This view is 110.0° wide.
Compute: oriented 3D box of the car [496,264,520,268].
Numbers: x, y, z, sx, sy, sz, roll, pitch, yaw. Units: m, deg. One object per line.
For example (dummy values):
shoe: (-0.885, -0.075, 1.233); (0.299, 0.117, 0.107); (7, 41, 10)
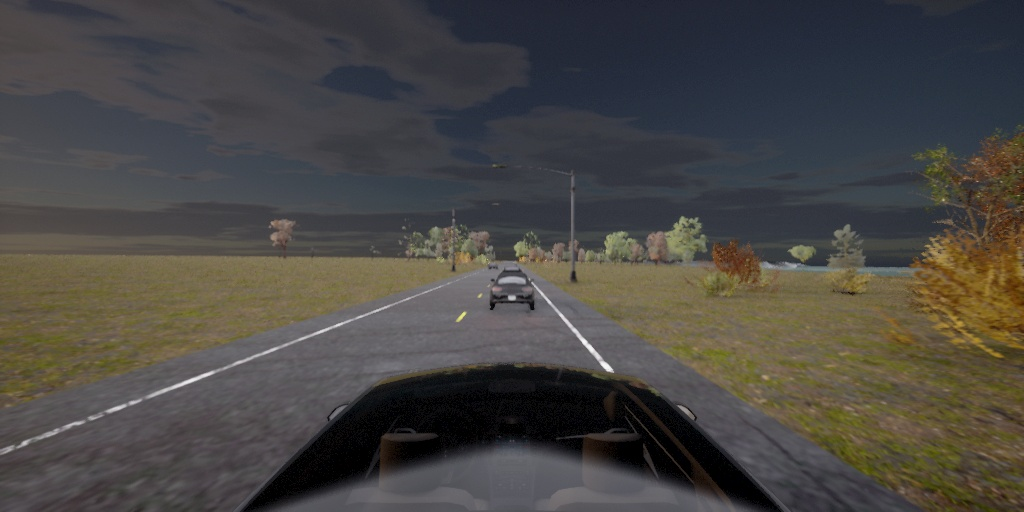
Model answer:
car: (0.014, 1.538, 30.368); (2.128, 1.511, 4.902); (0, 0, 0)

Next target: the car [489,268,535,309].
car: (0.023, 1.421, 15.758); (1.812, 1.442, 4.674); (0, 0, 1)
